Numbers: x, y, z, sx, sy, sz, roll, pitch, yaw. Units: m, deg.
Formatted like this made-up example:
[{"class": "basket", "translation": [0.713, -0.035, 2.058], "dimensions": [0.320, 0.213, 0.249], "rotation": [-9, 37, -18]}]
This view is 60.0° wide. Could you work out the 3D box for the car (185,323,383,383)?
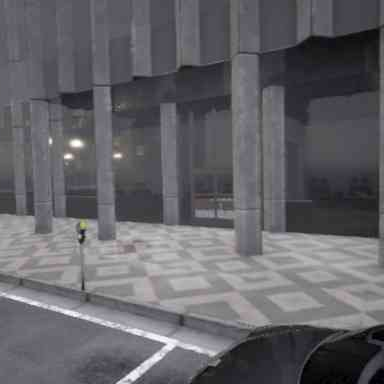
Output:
[{"class": "car", "translation": [1.890, 1.412, 1.699], "dimensions": [4.313, 1.339, 1.947], "rotation": [0, 3, 31]}]
